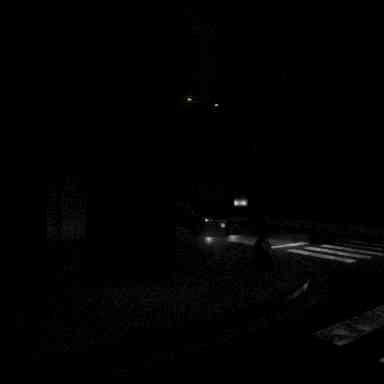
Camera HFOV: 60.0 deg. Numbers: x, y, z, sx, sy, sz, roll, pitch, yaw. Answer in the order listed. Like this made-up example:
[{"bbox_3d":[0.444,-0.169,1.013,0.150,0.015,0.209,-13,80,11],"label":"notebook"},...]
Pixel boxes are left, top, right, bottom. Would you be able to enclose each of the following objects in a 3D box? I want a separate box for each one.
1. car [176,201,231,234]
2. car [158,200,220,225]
[{"bbox_3d":[0.091,1.406,18.639,2.128,1.511,4.902,0,0,-37],"label":"car"},{"bbox_3d":[-0.363,1.400,24.313,2.128,1.511,4.902,0,0,-35],"label":"car"}]
